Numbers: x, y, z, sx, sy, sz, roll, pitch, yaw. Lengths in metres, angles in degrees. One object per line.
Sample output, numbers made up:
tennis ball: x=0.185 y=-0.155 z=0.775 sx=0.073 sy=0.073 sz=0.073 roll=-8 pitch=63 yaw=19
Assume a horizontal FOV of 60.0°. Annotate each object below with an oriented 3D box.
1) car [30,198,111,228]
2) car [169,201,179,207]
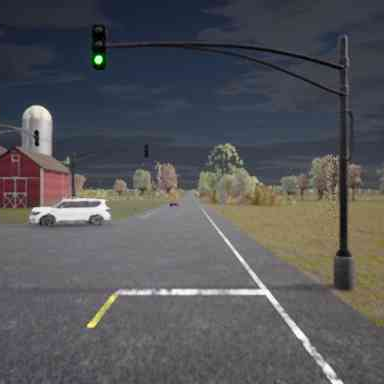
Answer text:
car: x=-8.792 y=1.487 z=24.359 sx=5.566 sy=2.045 sz=2.150 roll=1 pitch=1 yaw=-29
car: x=-3.493 y=2.368 z=66.038 sx=1.895 sy=1.301 sz=4.718 roll=0 pitch=-1 yaw=0
